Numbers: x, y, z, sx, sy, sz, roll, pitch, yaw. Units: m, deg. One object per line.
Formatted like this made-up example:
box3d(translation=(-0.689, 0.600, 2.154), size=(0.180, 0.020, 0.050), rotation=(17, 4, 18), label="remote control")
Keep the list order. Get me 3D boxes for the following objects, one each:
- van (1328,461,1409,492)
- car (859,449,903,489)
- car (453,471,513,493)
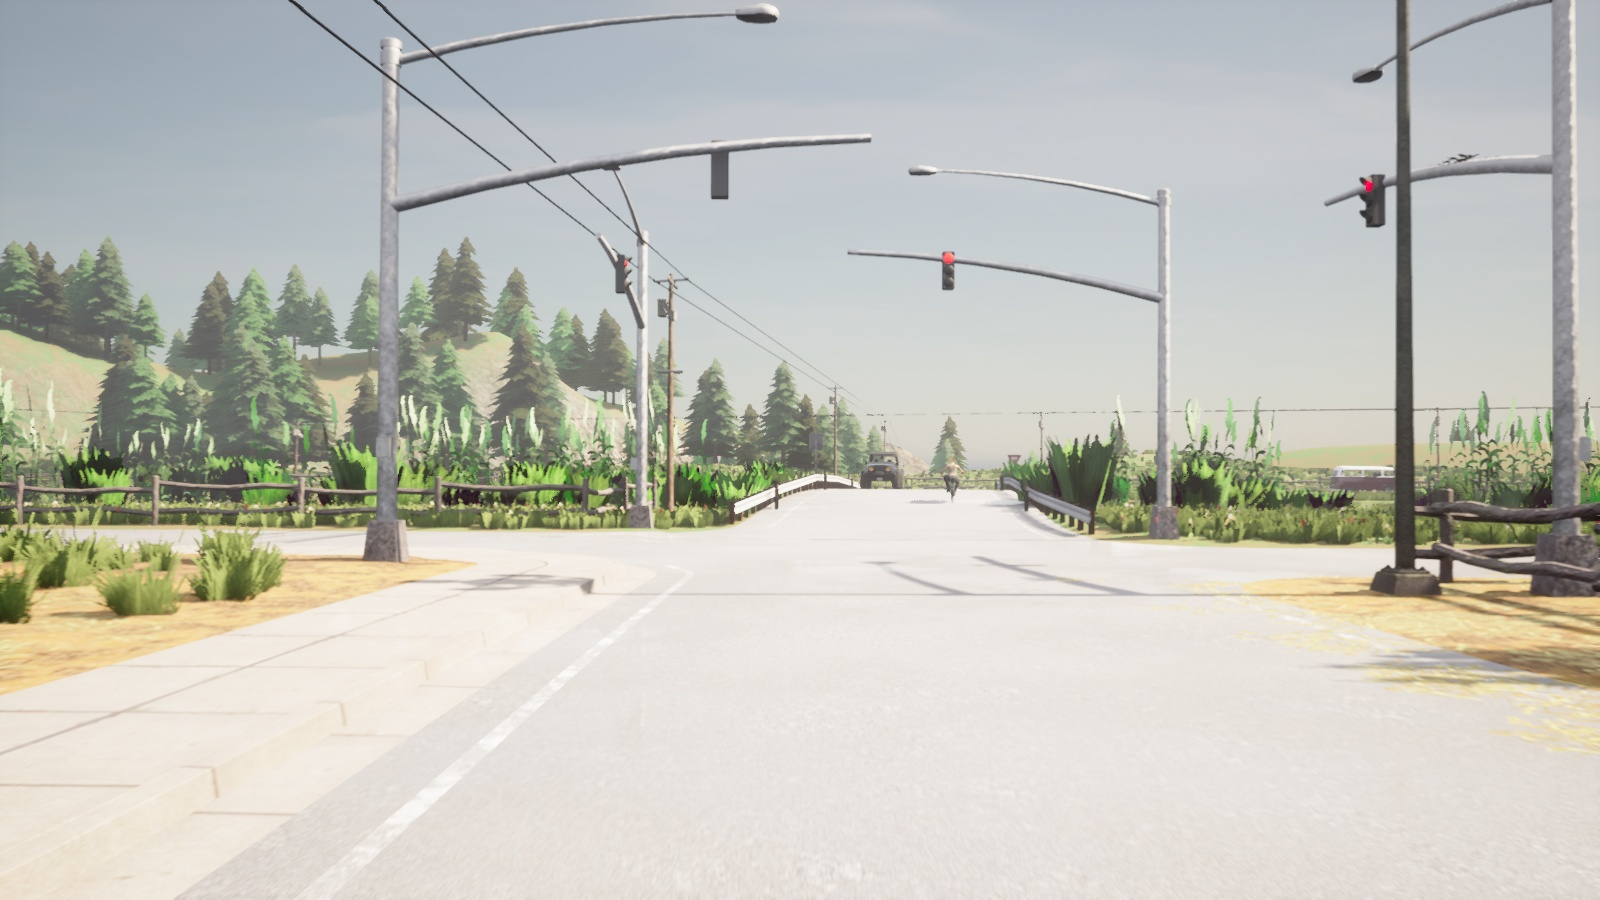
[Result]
box3d(translation=(38.086, 1.796, 84.239), size=(4.480, 2.038, 2.069), rotation=(0, -1, 6), label="van")
box3d(translation=(4.040, 0.956, 61.976), size=(1.905, 1.878, 3.866), rotation=(0, -2, 8), label="car")
box3d(translation=(-23.726, 2.382, 94.077), size=(3.988, 1.617, 1.851), rotation=(0, -1, 6), label="car")
